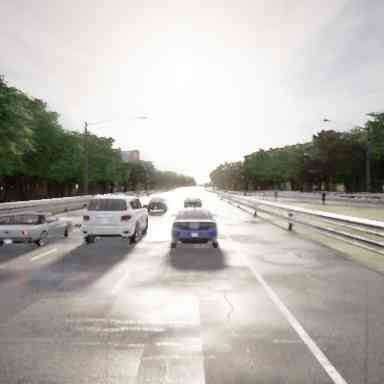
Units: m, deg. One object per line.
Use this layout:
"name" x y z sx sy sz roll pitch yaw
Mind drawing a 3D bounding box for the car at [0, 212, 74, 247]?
"car" -6.901 1.548 14.750 1.895 1.301 4.718 0 0 0

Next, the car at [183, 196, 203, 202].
"car" 0.096 1.173 34.194 1.882 1.535 5.008 0 1 0

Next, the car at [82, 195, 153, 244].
"car" -3.402 1.162 15.676 2.150 2.045 5.566 0 1 0

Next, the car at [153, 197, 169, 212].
"car" -3.404 1.230 33.664 1.812 1.442 4.674 0 1 0

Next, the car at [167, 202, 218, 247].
"car" 0.099 1.424 14.894 1.882 1.535 5.008 0 0 0

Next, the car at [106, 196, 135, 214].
"car" -6.903 1.227 32.694 1.837 1.490 4.892 0 1 0
